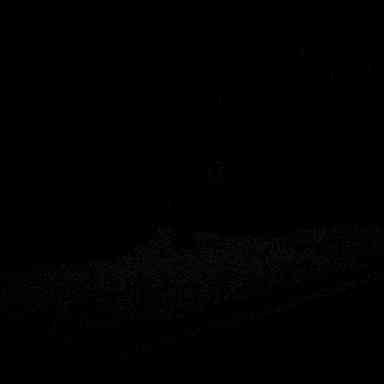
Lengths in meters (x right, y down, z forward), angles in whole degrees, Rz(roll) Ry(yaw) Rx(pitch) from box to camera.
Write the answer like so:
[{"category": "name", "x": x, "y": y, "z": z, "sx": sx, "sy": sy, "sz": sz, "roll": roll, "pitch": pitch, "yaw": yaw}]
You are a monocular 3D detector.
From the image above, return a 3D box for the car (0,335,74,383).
[{"category": "car", "x": -2.643, "y": 1.564, "z": 1.487, "sx": 4.181, "sy": 1.385, "sz": 1.994, "roll": 0, "pitch": 0, "yaw": -36}]
